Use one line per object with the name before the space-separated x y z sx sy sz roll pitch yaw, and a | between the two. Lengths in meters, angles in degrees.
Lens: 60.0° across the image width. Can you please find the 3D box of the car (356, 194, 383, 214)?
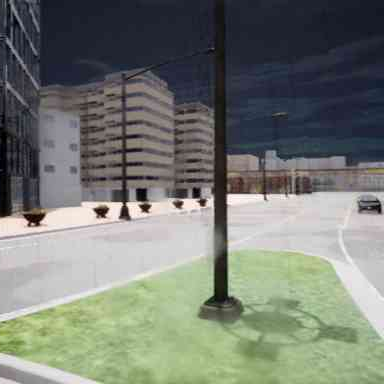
car | 15.948 1.123 30.002 2.128 1.511 4.902 0 1 27

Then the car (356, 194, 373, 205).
car | 24.194 0.996 46.761 1.994 1.385 4.181 0 1 27

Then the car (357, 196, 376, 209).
car | 20.076 1.132 38.434 1.895 1.301 4.718 0 1 26
